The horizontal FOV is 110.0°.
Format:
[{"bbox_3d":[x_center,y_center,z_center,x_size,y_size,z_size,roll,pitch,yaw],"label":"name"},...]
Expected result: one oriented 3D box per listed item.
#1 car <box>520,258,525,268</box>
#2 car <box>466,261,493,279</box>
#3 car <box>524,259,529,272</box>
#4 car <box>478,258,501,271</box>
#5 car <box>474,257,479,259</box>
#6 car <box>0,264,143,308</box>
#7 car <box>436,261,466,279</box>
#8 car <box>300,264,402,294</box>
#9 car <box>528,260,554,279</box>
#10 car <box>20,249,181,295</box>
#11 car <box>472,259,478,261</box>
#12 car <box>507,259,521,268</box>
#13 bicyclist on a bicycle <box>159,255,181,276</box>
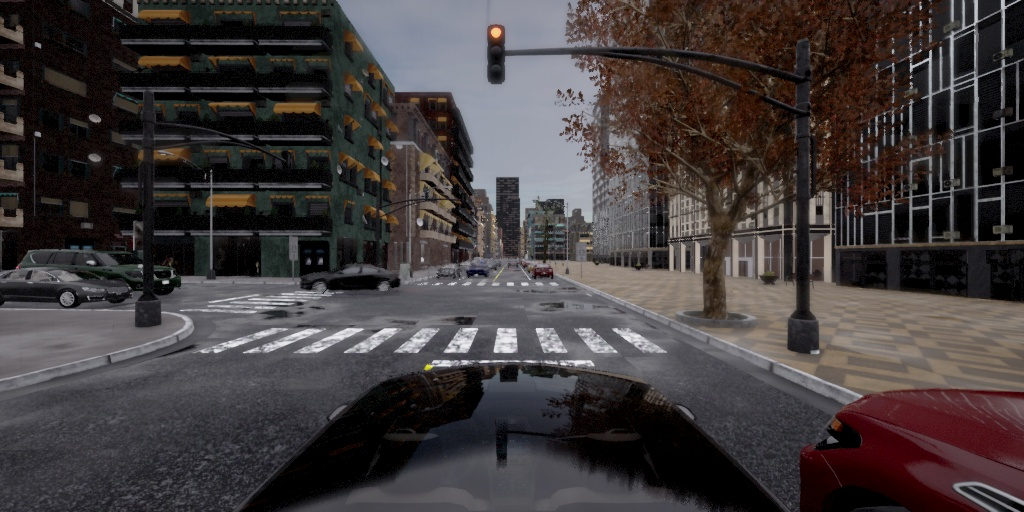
[{"bbox_3d":[2.759,1.375,60.008,1.802,1.307,4.207,0,0,0],"label":"car"},{"bbox_3d":[-3.069,1.364,33.362,1.895,1.301,4.718,0,0,0],"label":"car"},{"bbox_3d":[2.740,1.298,43.580,1.751,1.417,4.829,0,0,0],"label":"car"},{"bbox_3d":[-3.030,1.272,49.394,2.128,1.511,4.902,0,0,0],"label":"car"},{"bbox_3d":[-5.627,1.226,54.486,1.967,1.591,4.097,0,0,0],"label":"car"},{"bbox_3d":[-16.422,1.091,12.952,4.403,1.370,2.007,0,0,-1],"label":"car"},{"bbox_3d":[-5.653,1.313,32.355,2.007,1.370,4.403,0,0,0],"label":"car"},{"bbox_3d":[-8.630,1.186,19.564,5.008,1.535,1.882,2,1,-28],"label":"car"},{"bbox_3d":[2.727,1.307,32.345,1.888,1.381,4.507,0,0,0],"label":"car"},{"bbox_3d":[-17.771,0.747,15.535,5.566,2.045,2.150,1,0,0],"label":"car"},{"bbox_3d":[-5.640,1.323,43.421,2.007,1.370,4.403,0,0,0],"label":"car"},{"bbox_3d":[0.174,1.289,63.491,2.128,1.511,4.902,0,0,0],"label":"car"},{"bbox_3d":[-23.142,0.761,24.220,0.582,1.620,1.656,1,0,-1],"label":"bicyclist on a bicycle"}]
